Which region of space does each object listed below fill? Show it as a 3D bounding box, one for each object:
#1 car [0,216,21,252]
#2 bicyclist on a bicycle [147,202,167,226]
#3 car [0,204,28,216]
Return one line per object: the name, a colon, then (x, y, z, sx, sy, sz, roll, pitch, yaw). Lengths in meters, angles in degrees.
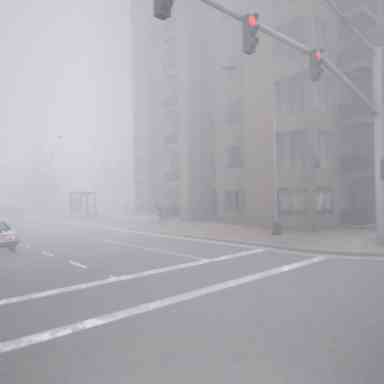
car: (-9.156, 1.908, 14.647, 1.895, 1.301, 4.718, -1, -1, -41)
bicyclist on a bicycle: (-2.451, 1.556, 23.398, 1.656, 1.620, 0.582, -1, 0, -41)
car: (-23.037, 2.280, 42.219, 2.128, 1.511, 4.902, -1, 0, 11)
